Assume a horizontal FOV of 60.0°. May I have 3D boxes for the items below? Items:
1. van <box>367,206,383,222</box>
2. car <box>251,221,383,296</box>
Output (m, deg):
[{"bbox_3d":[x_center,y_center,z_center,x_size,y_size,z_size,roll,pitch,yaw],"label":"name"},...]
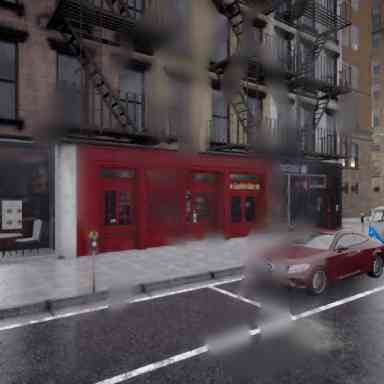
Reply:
[{"bbox_3d":[7.814,1.341,11.720,3.998,1.788,1.690,0,0,-35],"label":"van"},{"bbox_3d":[3.403,1.582,8.595,4.206,1.307,1.802,0,0,-35],"label":"car"}]
